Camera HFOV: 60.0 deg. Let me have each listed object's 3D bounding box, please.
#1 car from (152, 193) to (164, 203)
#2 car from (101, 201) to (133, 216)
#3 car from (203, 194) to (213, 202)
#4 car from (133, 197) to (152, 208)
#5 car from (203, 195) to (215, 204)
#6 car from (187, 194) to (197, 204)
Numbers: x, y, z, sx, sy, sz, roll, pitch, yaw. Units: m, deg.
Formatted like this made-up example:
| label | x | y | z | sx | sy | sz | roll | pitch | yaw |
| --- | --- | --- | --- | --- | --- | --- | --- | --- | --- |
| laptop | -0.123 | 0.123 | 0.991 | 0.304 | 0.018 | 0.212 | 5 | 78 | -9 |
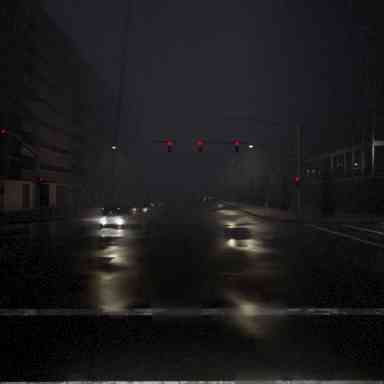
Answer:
| label | x | y | z | sx | sy | sz | roll | pitch | yaw |
| --- | --- | --- | --- | --- | --- | --- | --- | --- | --- |
| car | -7.055 | 1.261 | 68.806 | 2.150 | 2.045 | 5.566 | 0 | 0 | 1 |
| car | -7.459 | 1.601 | 32.820 | 1.895 | 1.301 | 4.718 | 0 | 0 | 0 |
| car | 3.511 | 1.355 | 74.600 | 2.097 | 1.767 | 4.553 | 0 | 0 | 1 |
| car | -7.374 | 1.526 | 48.396 | 1.812 | 1.442 | 4.674 | 0 | 0 | 0 |
| car | 3.500 | 1.492 | 64.735 | 2.128 | 1.511 | 4.902 | 0 | 0 | 1 |
| car | 0.001 | 1.564 | 64.646 | 1.994 | 1.385 | 4.181 | 0 | 0 | 1 |
